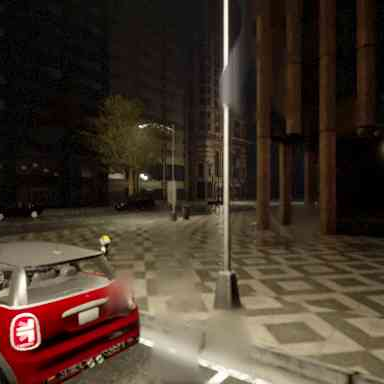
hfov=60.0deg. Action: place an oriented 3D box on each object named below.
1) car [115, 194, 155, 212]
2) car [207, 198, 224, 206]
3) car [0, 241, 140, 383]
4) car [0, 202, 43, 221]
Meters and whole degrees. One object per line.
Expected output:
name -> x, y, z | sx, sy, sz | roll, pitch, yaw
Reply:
car -> -7.008, 1.333, 41.415 | 2.150, 2.045, 5.566 | 0, 1, 36
car -> 4.510, 1.699, 57.108 | 1.895, 1.301, 4.718 | 0, 0, 36
car -> -2.764, 1.476, 5.005 | 4.097, 1.590, 1.967 | 0, 0, 36
car -> -15.750, 1.652, 29.382 | 1.837, 1.490, 4.892 | 0, 0, 36
